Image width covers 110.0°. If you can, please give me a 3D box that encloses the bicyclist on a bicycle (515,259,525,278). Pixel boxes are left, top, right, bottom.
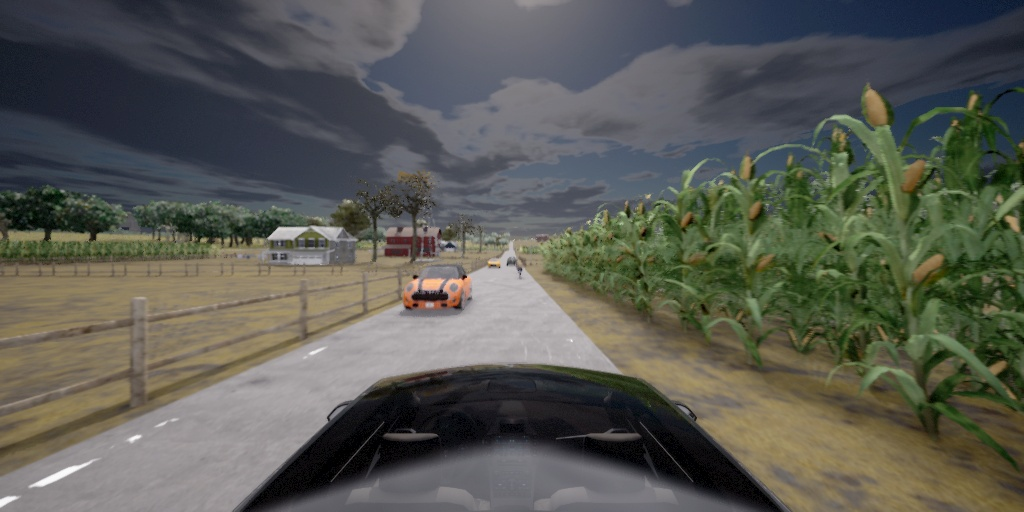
[{"bbox_3d":[0.752,1.174,32.634,0.866,1.612,1.509,0,0,0],"label":"bicyclist on a bicycle"}]

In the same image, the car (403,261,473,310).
[{"bbox_3d":[-2.847,1.114,14.637,2.097,1.767,4.553,0,0,0],"label":"car"}]

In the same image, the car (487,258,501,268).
[{"bbox_3d":[-2.795,1.135,56.417,1.882,1.535,5.008,0,0,0],"label":"car"}]
